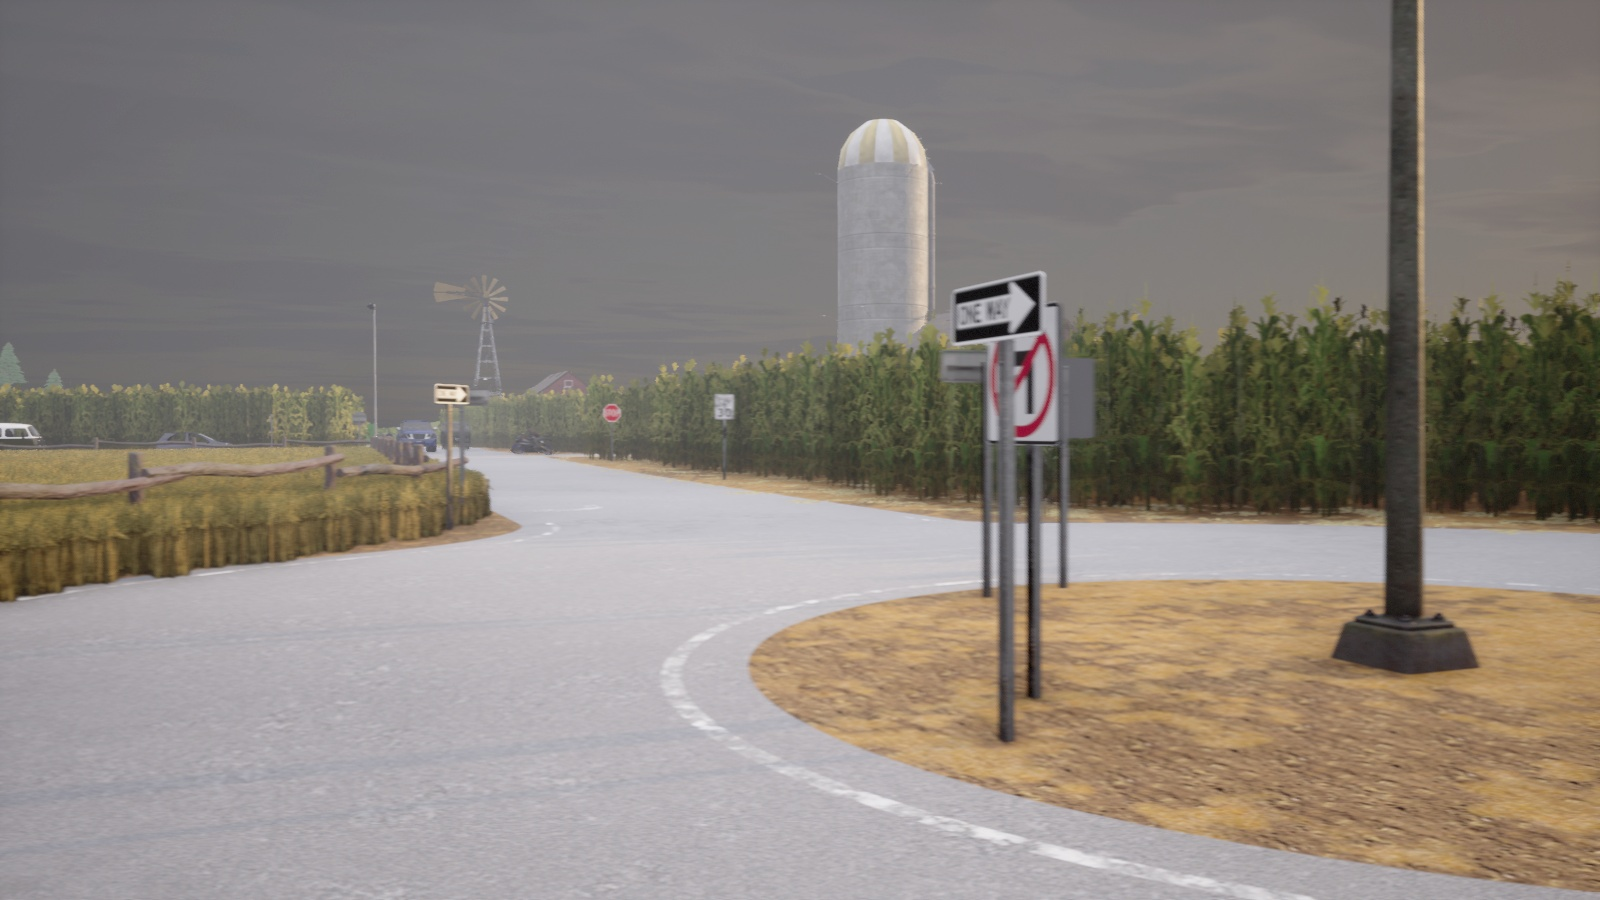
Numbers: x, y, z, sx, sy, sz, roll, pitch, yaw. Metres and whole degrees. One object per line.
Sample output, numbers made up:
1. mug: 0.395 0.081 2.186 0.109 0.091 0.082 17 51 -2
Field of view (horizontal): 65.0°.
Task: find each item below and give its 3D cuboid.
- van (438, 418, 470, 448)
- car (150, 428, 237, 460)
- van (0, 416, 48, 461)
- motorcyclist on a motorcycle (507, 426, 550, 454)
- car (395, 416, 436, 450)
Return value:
1. van: -24.081 -1.202 87.400 1.775 1.987 4.442 0 2 -21
2. car: -29.545 -0.319 61.277 3.633 1.501 1.845 -1 1 -21
3. van: -37.656 -0.540 58.199 4.480 2.038 2.069 0 1 -21
4. motorcyclist on a motorcycle: -15.154 -0.548 70.043 2.191 1.530 0.866 1 1 -21
5. car: -24.143 -1.053 78.716 2.150 2.045 5.566 0 1 -21
